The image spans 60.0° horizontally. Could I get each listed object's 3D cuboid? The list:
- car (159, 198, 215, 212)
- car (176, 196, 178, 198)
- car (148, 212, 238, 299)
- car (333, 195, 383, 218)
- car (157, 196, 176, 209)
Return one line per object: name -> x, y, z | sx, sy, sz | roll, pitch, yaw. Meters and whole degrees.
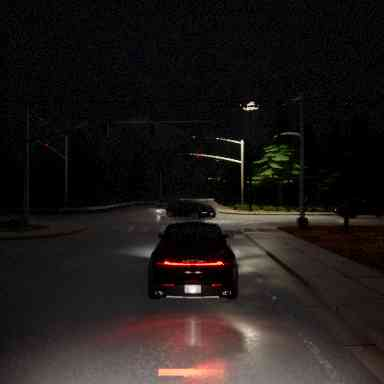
car -> -0.202, 1.522, 27.868 | 4.892, 1.490, 1.837 | -1, 2, 45
car -> -3.530, 1.547, 66.963 | 2.033, 1.411, 5.357 | 0, 0, 1
car -> 0.032, 1.501, 8.438 | 1.837, 1.490, 4.892 | 0, 0, 0
car -> 15.543, 1.248, 29.587 | 5.566, 2.045, 2.150 | 0, 0, 1
car -> -3.684, 1.506, 46.001 | 1.837, 1.490, 4.892 | 0, 0, 0
